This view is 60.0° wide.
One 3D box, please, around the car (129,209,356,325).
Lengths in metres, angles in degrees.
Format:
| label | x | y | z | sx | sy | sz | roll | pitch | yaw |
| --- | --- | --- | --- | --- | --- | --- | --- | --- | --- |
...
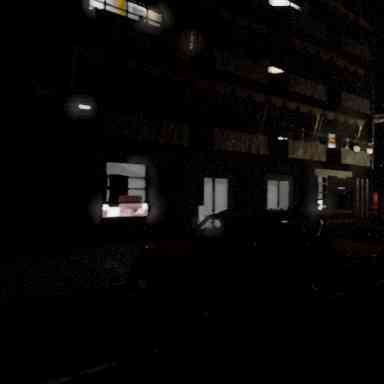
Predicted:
| label | x | y | z | sx | sy | sz | roll | pitch | yaw |
| --- | --- | --- | --- | --- | --- | --- | --- | --- | --- |
| car | 1.170 | 1.349 | 7.385 | 5.009 | 1.841 | 2.192 | 0 | 0 | -35 |

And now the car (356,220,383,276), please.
| label | x | y | z | sx | sy | sz | roll | pitch | yaw |
| --- | --- | --- | --- | --- | --- | --- | --- | --- | --- |
| car | 5.664 | 1.598 | 10.591 | 4.829 | 1.417 | 1.752 | 0 | 0 | -35 |
